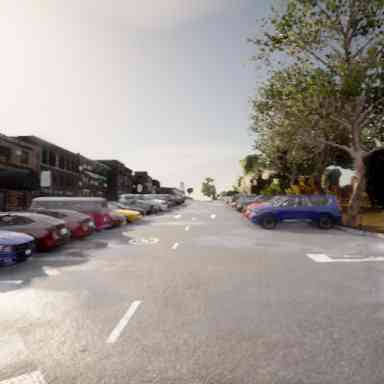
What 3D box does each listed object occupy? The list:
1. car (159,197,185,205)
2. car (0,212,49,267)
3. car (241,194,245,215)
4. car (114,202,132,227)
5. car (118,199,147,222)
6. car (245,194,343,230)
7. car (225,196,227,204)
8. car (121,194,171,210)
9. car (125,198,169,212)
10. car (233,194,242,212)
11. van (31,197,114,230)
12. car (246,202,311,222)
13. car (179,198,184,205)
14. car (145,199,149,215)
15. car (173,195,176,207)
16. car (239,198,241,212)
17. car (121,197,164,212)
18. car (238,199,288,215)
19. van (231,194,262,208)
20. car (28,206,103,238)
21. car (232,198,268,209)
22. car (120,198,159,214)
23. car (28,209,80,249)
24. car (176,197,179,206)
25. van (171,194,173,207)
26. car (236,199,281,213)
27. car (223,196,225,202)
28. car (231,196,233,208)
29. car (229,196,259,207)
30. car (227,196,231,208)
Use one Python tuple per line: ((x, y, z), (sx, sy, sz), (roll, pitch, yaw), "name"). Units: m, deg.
((-3.973, 1.726, 65.939), (4.892, 1.521, 2.231), (0, -1, 4), "car")
((-7.325, 1.511, 9.981), (5.008, 1.535, 2.097), (0, 0, 3), "car")
((6.552, 1.231, 23.422), (5.566, 2.045, 2.435), (0, 0, 3), "car")
((-6.625, 1.551, 21.173), (4.792, 1.488, 2.163), (0, 0, 3), "car")
((-6.303, 1.521, 23.962), (5.366, 1.575, 1.946), (0, 0, 3), "car")
((6.394, 1.228, 20.765), (5.566, 2.045, 2.435), (0, 0, 3), "car")
((8.748, 1.671, 59.555), (4.674, 1.452, 2.002), (0, 0, 4), "car")
((-5.629, 1.313, 37.960), (5.566, 2.045, 2.435), (0, 0, 3), "car")
((-5.496, 1.576, 40.760), (5.008, 1.535, 2.097), (0, 0, 3), "car")
((7.048, 1.249, 31.763), (5.566, 2.045, 2.435), (0, 0, 3), "car")
((-6.938, 1.294, 18.383), (4.442, 1.987, 1.878), (0, 0, 3), "van")
((6.752, 1.527, 26.323), (4.674, 1.452, 2.002), (0, 0, 3), "car")
((-4.624, 1.387, 54.749), (5.566, 2.045, 2.435), (0, 0, 3), "car")
((-6.327, 1.528, 26.768), (5.008, 1.535, 2.097), (0, 0, 3), "car")
((-5.163, 1.601, 46.356), (4.892, 1.521, 2.231), (0, 0, 3), "car")
((6.907, 1.493, 28.979), (5.008, 1.535, 2.097), (0, 0, 3), "car")
((-5.828, 1.554, 35.159), (4.892, 1.521, 2.231), (0, 0, 3), "car")
((7.271, 1.540, 34.537), (4.792, 1.488, 2.163), (0, 0, 3), "car")
((8.354, 1.354, 51.217), (4.442, 1.987, 1.878), (0, 0, 3), "van")
((-7.016, 1.546, 15.579), (4.792, 1.488, 2.163), (0, 0, 3), "car")
((7.902, 1.597, 45.660), (4.674, 1.452, 2.002), (0, 0, 3), "car")
((-6.018, 1.573, 32.367), (4.792, 1.488, 2.163), (0, 0, 3), "car")
((-7.183, 1.543, 12.781), (4.792, 1.488, 2.163), (0, 0, 3), "car")
((-4.852, 1.498, 51.956), (4.553, 1.767, 2.185), (0, 0, 3), "car")
((-5.208, 1.362, 43.552), (4.442, 1.987, 1.878), (0, 0, 3), "van")
((7.378, 1.552, 37.321), (4.792, 1.488, 2.163), (0, 0, 3), "car")
((8.921, 1.654, 62.337), (5.008, 1.535, 2.097), (0, -1, 4), "car")
((7.567, 1.534, 40.099), (5.008, 1.535, 2.097), (0, 0, 3), "car")
((8.375, 1.469, 54.000), (4.553, 1.767, 2.185), (0, 0, 3), "car")
((7.553, 1.543, 42.891), (5.366, 1.575, 1.946), (0, 0, 3), "car")
